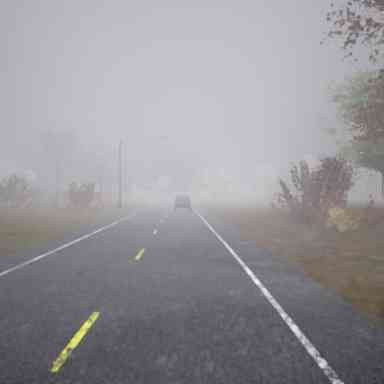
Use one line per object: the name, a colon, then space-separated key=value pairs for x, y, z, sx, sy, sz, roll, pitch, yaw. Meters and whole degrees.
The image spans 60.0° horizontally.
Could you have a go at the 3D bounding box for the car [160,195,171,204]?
car: x=-5.994 y=1.844 z=73.649 sx=2.033 sy=1.411 sz=5.357 roll=0 pitch=0 yaw=-2

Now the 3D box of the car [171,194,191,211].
car: x=-1.261 y=1.424 z=43.998 sx=2.150 sy=2.045 sz=5.566 roll=0 pitch=0 yaw=-2

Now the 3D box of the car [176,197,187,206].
car: x=-2.020 y=1.744 z=63.716 sx=1.882 sy=1.535 sz=5.008 roll=0 pitch=0 yaw=-2
